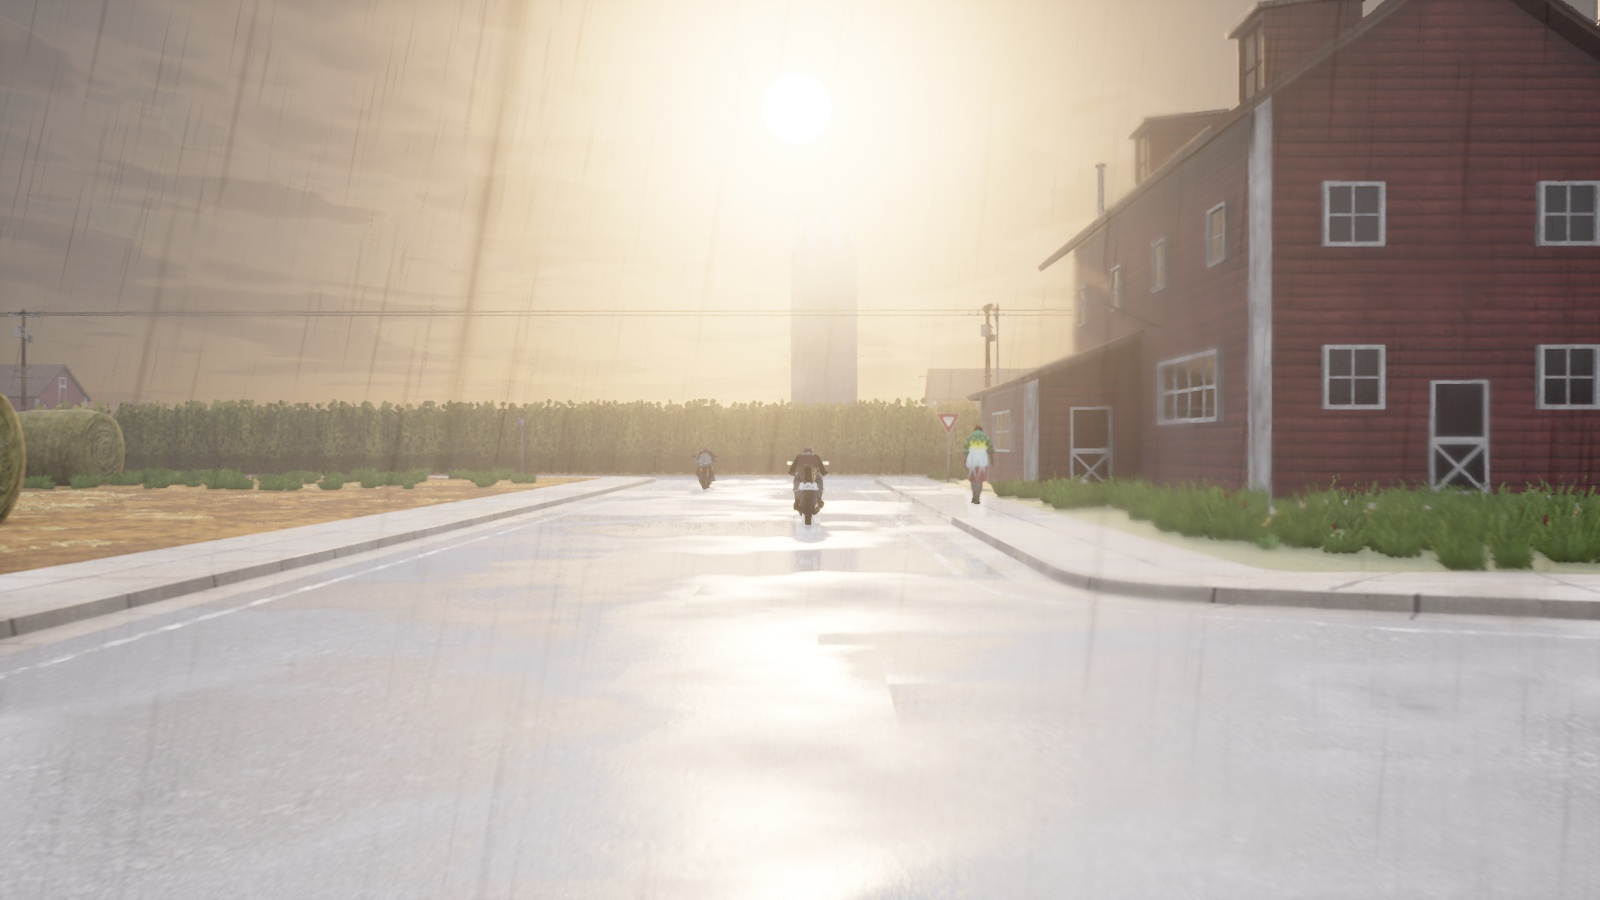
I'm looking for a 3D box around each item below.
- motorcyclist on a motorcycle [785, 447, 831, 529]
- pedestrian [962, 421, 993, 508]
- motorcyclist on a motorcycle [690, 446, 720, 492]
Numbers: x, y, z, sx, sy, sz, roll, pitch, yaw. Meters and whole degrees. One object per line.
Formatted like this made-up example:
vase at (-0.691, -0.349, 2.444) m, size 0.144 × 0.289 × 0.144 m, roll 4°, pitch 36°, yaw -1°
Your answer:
motorcyclist on a motorcycle at (0.158, 0.701, 24.613) m, size 0.866 × 1.530 × 2.191 m, roll 0°, pitch 0°, yaw 0°
pedestrian at (4.057, 0.320, 28.697) m, size 0.659 × 1.952 × 0.873 m, roll 0°, pitch 0°, yaw 12°
motorcyclist on a motorcycle at (-3.238, 0.631, 43.011) m, size 0.866 × 1.530 × 2.191 m, roll 0°, pitch 0°, yaw 0°
